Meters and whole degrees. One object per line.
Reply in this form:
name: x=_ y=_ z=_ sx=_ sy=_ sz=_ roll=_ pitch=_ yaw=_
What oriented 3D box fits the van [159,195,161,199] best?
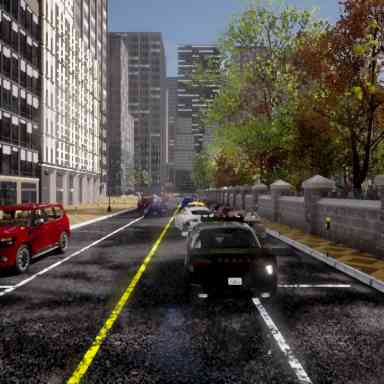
van: x=-6.022 y=1.327 z=49.476 sx=1.690 sy=1.788 sz=3.998 roll=0 pitch=0 yaw=-1

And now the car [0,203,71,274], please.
car: x=-5.552 y=1.314 z=10.689 sx=2.192 sy=1.841 sz=5.009 roll=0 pitch=0 yaw=-1

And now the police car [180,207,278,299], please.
police car: x=0.757 y=1.424 z=8.647 sx=1.930 sy=1.638 sz=5.238 roll=0 pitch=0 yaw=-1

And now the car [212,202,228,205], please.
car: x=2.341 y=1.578 z=21.736 sx=1.802 sy=1.307 sz=4.206 roll=0 pitch=0 yaw=-1

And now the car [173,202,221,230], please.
car: x=0.171 y=1.523 z=18.328 sx=1.812 sy=1.442 sz=4.674 roll=0 pitch=0 yaw=-13

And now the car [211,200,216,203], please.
car: x=2.273 y=1.561 z=27.285 sx=1.947 sy=1.339 sz=4.313 roll=0 pitch=0 yaw=-1

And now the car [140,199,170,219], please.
car: x=-3.066 y=1.558 z=29.291 sx=1.994 sy=1.385 sz=4.181 roll=0 pitch=0 yaw=-1

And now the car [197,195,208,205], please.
car: x=1.868 y=1.418 z=60.582 sx=1.967 sy=1.590 sz=4.097 roll=0 pitch=0 yaw=-1

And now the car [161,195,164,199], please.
car: x=-6.089 y=1.564 z=55.017 sx=1.802 sy=1.307 sz=4.206 roll=0 pitch=0 yaw=-1

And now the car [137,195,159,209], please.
car: x=-5.955 y=1.304 z=43.936 sx=2.192 sy=1.841 sz=5.009 roll=0 pitch=0 yaw=-1

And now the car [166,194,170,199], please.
car: x=-6.214 y=1.282 z=77.180 sx=2.192 sy=1.841 sz=5.009 roll=0 pitch=0 yaw=-1

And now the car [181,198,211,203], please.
car: x=0.312 y=1.452 z=24.760 sx=1.801 sy=1.575 sz=5.366 roll=0 pitch=0 yaw=4

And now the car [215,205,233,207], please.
car: x=2.409 y=1.548 z=16.186 sx=2.008 sy=1.369 sz=4.403 roll=0 pitch=0 yaw=-1

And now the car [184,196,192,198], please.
car: x=-0.483 y=1.465 z=45.857 sx=1.882 sy=1.535 sz=5.008 roll=0 pitch=0 yaw=0

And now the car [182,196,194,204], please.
car: x=-0.735 y=1.468 z=63.931 sx=2.128 sy=1.511 sz=4.902 roll=0 pitch=0 yaw=-1

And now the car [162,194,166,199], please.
car: x=-6.155 y=1.504 z=60.387 sx=1.752 sy=1.417 sz=4.829 roll=0 pitch=0 yaw=-1
